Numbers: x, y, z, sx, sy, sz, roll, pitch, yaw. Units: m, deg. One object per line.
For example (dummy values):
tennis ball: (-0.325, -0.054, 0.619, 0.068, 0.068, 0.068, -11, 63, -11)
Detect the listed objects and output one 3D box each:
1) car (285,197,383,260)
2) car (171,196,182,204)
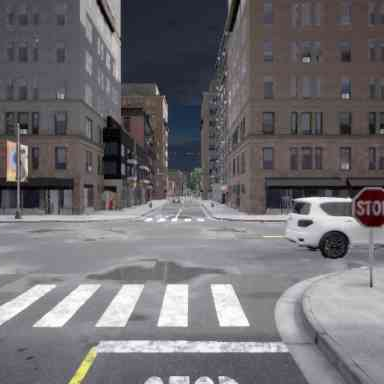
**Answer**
car: (6.233, 1.219, 12.025, 5.566, 2.045, 2.150, 0, 0, 0)
car: (-3.173, 1.636, 69.043, 2.128, 1.511, 4.902, 0, 0, -2)
